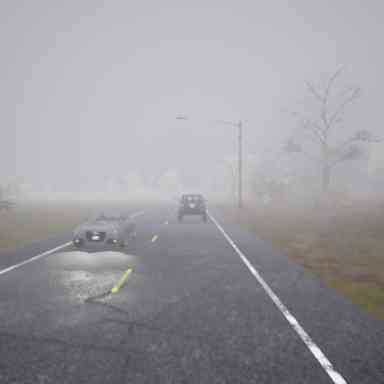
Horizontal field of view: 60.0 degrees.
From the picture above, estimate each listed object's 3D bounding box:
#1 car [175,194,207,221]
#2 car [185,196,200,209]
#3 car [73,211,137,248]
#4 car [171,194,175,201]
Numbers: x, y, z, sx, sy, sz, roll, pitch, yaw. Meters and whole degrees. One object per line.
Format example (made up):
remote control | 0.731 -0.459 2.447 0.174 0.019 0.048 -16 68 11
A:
car | 0.045 1.137 26.582 2.150 2.045 5.566 0 0 1
car | 0.026 1.330 43.536 1.882 1.535 5.008 0 0 0
car | -3.626 1.522 14.513 1.994 1.385 4.181 0 0 0
car | -3.630 1.248 75.248 2.033 1.411 5.357 0 0 0
